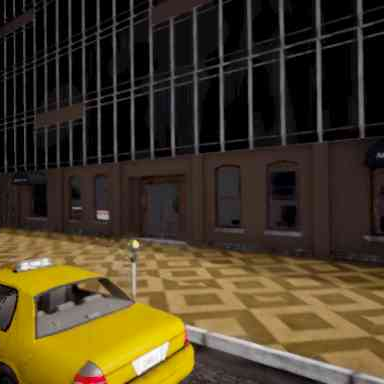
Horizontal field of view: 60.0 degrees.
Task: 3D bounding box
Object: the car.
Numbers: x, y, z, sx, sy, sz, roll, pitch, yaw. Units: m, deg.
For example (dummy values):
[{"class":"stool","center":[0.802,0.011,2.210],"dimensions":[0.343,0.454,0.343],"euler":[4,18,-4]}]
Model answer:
[{"class":"car","center":[-2.269,1.570,4.499],"dimensions":[4.829,1.417,1.752],"euler":[-1,-1,36]}]
